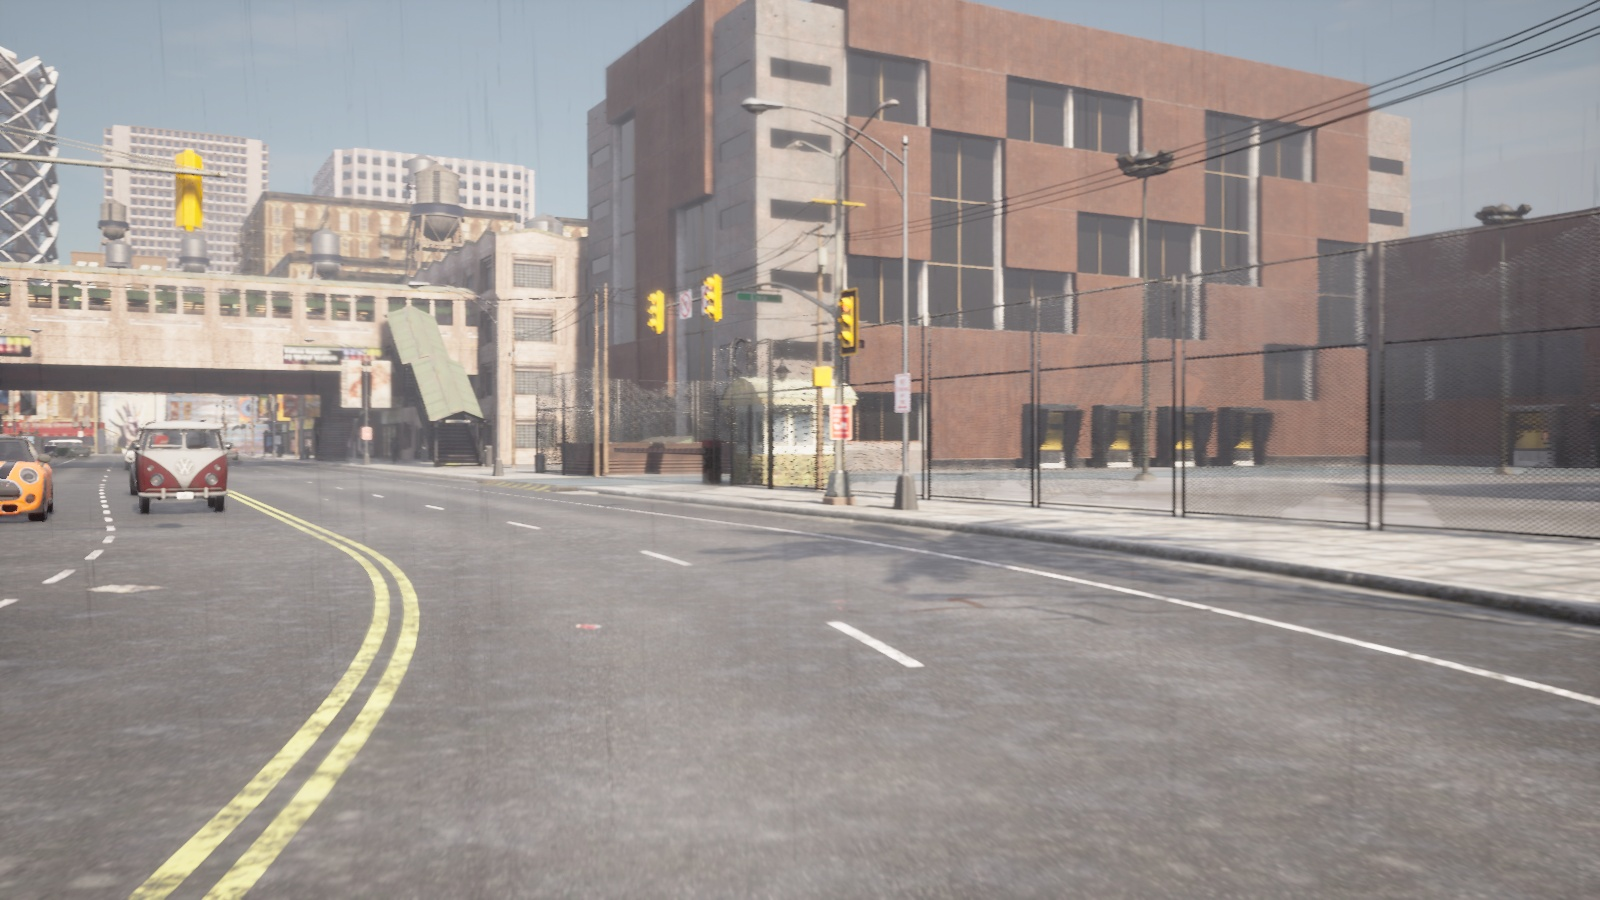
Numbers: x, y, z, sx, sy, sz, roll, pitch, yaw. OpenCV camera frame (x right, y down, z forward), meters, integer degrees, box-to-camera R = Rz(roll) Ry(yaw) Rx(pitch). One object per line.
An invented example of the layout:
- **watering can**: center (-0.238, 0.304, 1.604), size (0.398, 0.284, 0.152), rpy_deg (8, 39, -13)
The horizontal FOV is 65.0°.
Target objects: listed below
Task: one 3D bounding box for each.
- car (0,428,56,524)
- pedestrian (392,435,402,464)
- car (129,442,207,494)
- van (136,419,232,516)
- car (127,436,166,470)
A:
- **car**: center (-16.100, 0.467, 24.925), size (2.097, 1.767, 4.553), rpy_deg (0, 0, -28)
- **pedestrian**: center (-25.596, -0.042, 79.697), size (0.540, 1.848, 0.694), rpy_deg (0, 0, -23)
- **car**: center (-19.044, 0.502, 37.762), size (1.970, 1.475, 3.806), rpy_deg (0, 0, -28)
- **van**: center (-13.885, 0.342, 28.190), size (1.775, 1.987, 4.442), rpy_deg (0, 0, -28)
- **car**: center (-37.777, 0.160, 72.517), size (1.932, 1.855, 4.605), rpy_deg (0, 0, -28)
